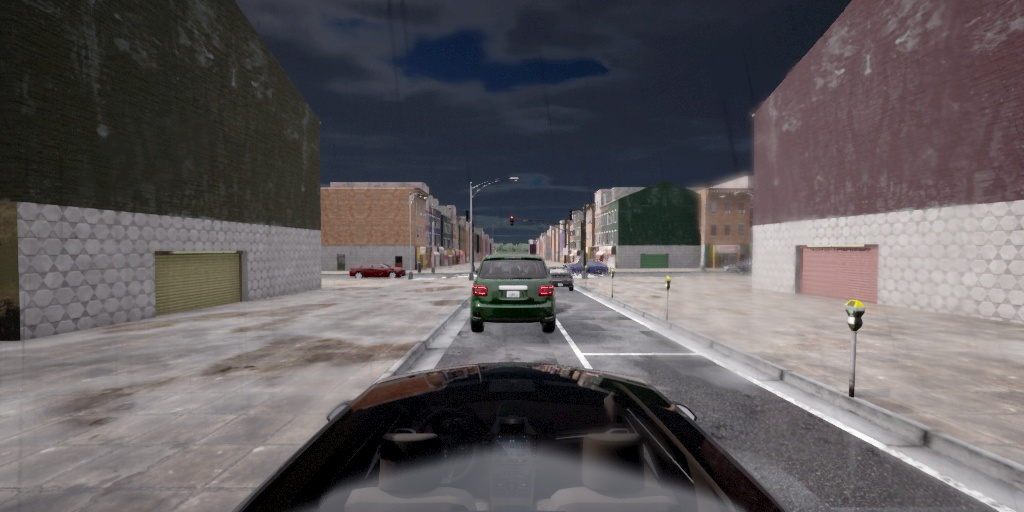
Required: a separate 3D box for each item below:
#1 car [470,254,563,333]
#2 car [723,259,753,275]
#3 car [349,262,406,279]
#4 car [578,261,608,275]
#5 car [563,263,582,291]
[{"bbox_3d":[0.029,0.968,10.905,2.150,2.045,5.566,0,0,0],"label":"car"},{"bbox_3d":[24.037,1.084,36.255,4.902,1.511,2.128,0,1,0],"label":"car"},{"bbox_3d":[-12.397,1.337,33.248,5.008,1.535,1.882,0,1,-1],"label":"car"},{"bbox_3d":[7.292,1.198,36.228,4.674,1.442,1.812,0,1,0],"label":"car"},{"bbox_3d":[2.594,1.296,21.320,2.007,1.370,4.403,0,0,0],"label":"car"}]
